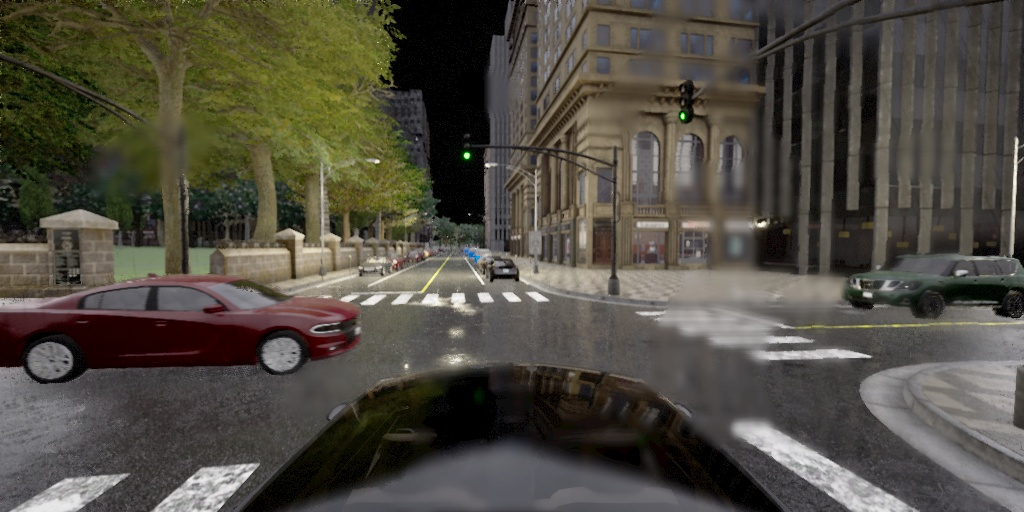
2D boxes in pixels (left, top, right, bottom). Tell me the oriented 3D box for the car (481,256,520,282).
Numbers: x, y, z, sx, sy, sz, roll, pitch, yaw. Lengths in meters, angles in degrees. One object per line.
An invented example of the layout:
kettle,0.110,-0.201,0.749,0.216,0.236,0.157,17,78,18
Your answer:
car,-0.645,0.807,22.080,1.948,1.339,4.313,0,0,-9

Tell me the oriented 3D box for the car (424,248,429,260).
car,-14.002,-0.227,52.946,2.192,1.841,5.009,0,0,-9

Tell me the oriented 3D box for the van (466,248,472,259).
van,-6.393,-0.363,59.574,1.690,1.789,3.998,0,0,-9

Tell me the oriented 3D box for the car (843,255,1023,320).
car,14.709,0.986,12.454,5.566,2.045,2.150,1,2,-9

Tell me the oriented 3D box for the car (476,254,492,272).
car,-1.467,0.674,27.436,1.948,1.339,4.313,0,0,-9

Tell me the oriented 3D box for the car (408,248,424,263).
car,-13.181,0.034,47.589,1.967,1.591,4.097,0,0,-9

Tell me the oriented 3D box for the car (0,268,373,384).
car,-5.332,1.081,6.261,5.008,1.535,1.882,1,2,-9

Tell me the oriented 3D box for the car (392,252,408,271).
car,-10.718,0.439,31.521,1.967,1.591,4.097,0,0,-9

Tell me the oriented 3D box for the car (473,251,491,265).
car,-2.313,0.500,32.961,1.751,1.417,4.829,0,0,-9

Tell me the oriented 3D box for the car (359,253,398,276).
car,-9.896,0.683,26.165,2.007,1.370,4.403,0,0,-9

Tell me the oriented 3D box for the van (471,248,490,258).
van,-3.109,0.181,38.149,1.690,1.789,3.998,0,0,-9
